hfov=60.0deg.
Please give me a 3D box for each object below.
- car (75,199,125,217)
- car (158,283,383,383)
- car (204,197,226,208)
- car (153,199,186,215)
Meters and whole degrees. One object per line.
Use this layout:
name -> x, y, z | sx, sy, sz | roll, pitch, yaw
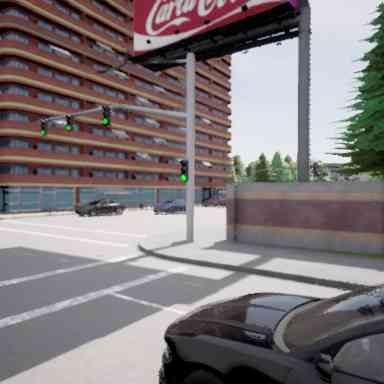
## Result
car -> -8.286, 1.409, 30.248 | 1.837, 1.490, 4.892 | 0, 0, 35
car -> 1.961, 1.478, 2.557 | 5.008, 1.535, 1.882 | 0, 0, 36
car -> 3.480, 1.430, 46.903 | 1.812, 1.442, 4.674 | 0, 0, 35
car -> -1.884, 1.444, 33.223 | 1.812, 1.442, 4.674 | 0, 0, 35
